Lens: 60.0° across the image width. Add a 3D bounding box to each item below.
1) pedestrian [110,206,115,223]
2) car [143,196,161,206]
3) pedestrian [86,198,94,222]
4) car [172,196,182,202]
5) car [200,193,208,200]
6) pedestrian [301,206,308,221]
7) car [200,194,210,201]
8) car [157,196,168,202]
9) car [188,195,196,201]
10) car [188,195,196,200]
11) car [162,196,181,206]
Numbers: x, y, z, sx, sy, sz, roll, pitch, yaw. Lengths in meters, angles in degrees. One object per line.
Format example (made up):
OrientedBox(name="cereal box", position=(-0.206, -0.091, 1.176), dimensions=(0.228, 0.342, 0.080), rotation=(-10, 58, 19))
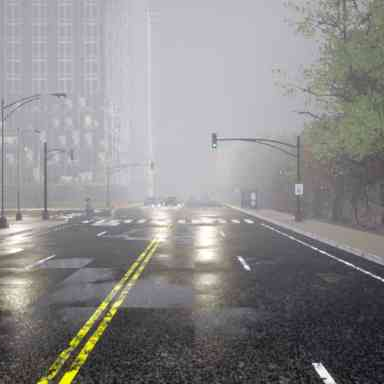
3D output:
OrientedBox(name="pedestrian", position=(-5.721, 1.566, 24.277), dimensions=(0.375, 1.300, 0.375), rotation=(0, 0, 0))
OrientedBox(name="car", position=(-6.557, 1.507, 53.505), dimensions=(1.812, 1.442, 4.674), rotation=(0, 0, 1))
OrientedBox(name="pedestrian", position=(-7.684, 1.288, 24.876), dimensions=(0.375, 1.860, 0.375), rotation=(0, 0, 0))
OrientedBox(name="car", position=(-3.211, 1.526, 73.046), dimensions=(1.994, 1.385, 4.181), rotation=(0, 0, 0))
OrientedBox(name="car", position=(3.301, 1.302, 92.808), dimensions=(2.097, 1.767, 4.553), rotation=(0, 0, 0))
OrientedBox(name="pedestrian", position=(8.046, 1.514, 23.669), dimensions=(0.500, 1.100, 0.500), rotation=(0, 0, 0))
OrientedBox(name="car", position=(3.296, 1.322, 82.777), dimensions=(2.097, 1.767, 4.553), rotation=(0, 0, 0))
OrientedBox(name="car", position=(-6.460, 1.569, 72.844), dimensions=(1.895, 1.301, 4.718), rotation=(0, 0, 0))
OrientedBox(name="car", position=(0.046, 1.520, 82.809), dimensions=(1.994, 1.385, 4.181), rotation=(0, 0, 0))
OrientedBox(name="car", position=(0.051, 1.487, 92.840), dimensions=(2.033, 1.411, 5.357), rotation=(0, 0, 0))
OrientedBox(name="car", position=(-3.311, 1.458, 53.797), dimensions=(1.882, 1.535, 5.008), rotation=(0, 0, 0))
